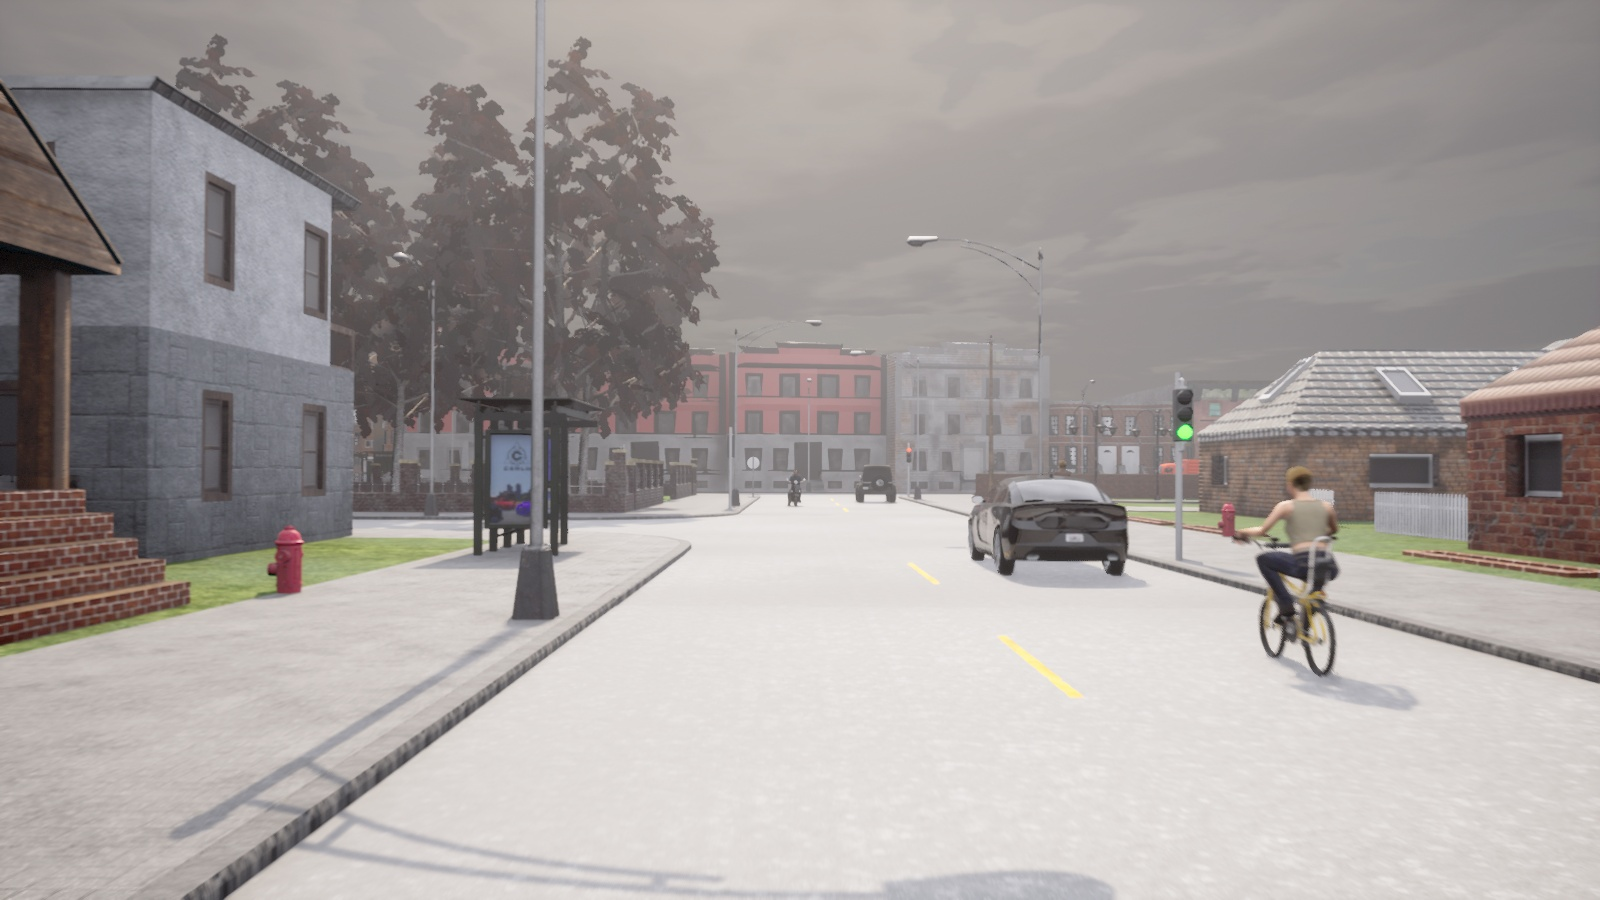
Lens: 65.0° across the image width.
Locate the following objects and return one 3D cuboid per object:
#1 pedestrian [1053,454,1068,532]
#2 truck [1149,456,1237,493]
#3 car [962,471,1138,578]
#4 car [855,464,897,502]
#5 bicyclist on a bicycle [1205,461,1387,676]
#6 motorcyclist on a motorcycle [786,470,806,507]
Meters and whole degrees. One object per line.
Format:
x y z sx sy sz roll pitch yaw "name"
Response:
6.308 1.034 30.391 0.331 1.846 0.634 0 -1 14 "pedestrian"
27.023 1.670 86.482 5.204 2.467 2.627 0 -1 0 "truck"
3.950 1.123 20.698 1.882 1.535 5.008 0 -1 0 "car"
3.843 1.663 63.815 1.905 1.878 3.866 0 -1 0 "car"
3.972 0.906 10.203 0.866 1.612 1.509 0 -1 0 "bicyclist on a bicycle"
-0.182 1.707 56.062 0.866 1.590 1.817 0 -1 -1 "motorcyclist on a motorcycle"
